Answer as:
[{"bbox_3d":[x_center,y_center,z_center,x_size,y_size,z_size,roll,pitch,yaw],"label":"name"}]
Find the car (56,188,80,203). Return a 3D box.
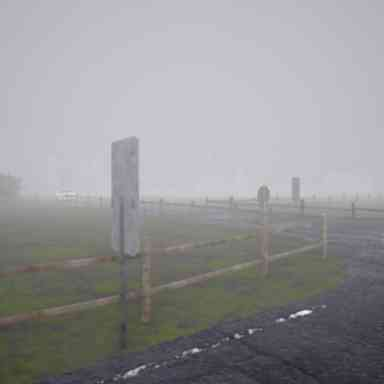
[{"bbox_3d":[-18.724,0.490,50.050,2.150,2.045,5.566,0,1,-37],"label":"car"}]
